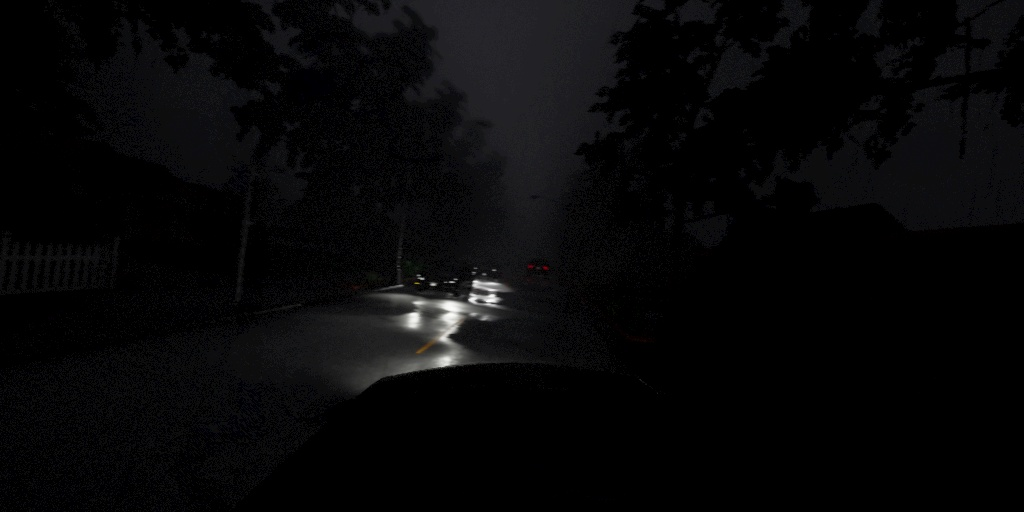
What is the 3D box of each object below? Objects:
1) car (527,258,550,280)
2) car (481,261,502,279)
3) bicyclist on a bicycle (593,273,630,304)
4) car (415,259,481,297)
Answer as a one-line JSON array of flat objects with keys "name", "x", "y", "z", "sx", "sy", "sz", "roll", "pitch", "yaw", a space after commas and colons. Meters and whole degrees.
[{"name": "car", "x": 2.867, "y": 1.325, "z": 38.777, "sx": 2.150, "sy": 2.045, "sz": 5.566, "roll": 7, "pitch": 0, "yaw": 5}, {"name": "car", "x": -1.949, "y": 1.135, "z": 30.094, "sx": 1.895, "sy": 1.301, "sz": 4.718, "roll": 7, "pitch": 0, "yaw": 4}, {"name": "bicyclist on a bicycle", "x": 4.318, "y": 1.498, "z": 14.901, "sx": 1.656, "sy": 1.620, "sz": 0.582, "roll": 29, "pitch": 4, "yaw": -14}, {"name": "car", "x": -2.947, "y": 0.914, "z": 16.781, "sx": 1.837, "sy": 1.490, "sz": 4.892, "roll": 7, "pitch": 0, "yaw": 4}]
